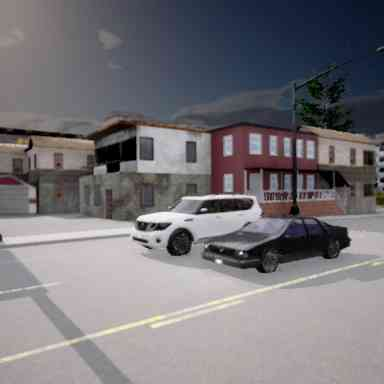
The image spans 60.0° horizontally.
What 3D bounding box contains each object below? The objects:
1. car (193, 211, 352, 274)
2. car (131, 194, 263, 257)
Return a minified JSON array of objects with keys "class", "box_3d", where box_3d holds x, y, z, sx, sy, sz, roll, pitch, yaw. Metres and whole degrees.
[{"class":"car","box_3d":[2.868,1.453,10.419,5.357,1.411,2.033,0,0,-36]},{"class":"car","box_3d":[0.439,1.130,12.981,5.566,2.045,2.150,0,0,-36]}]
